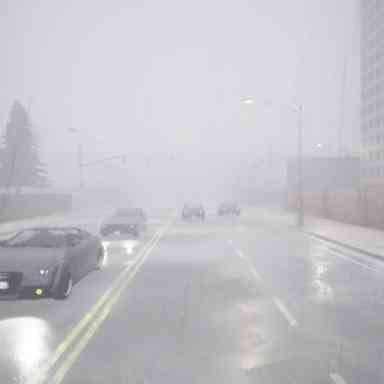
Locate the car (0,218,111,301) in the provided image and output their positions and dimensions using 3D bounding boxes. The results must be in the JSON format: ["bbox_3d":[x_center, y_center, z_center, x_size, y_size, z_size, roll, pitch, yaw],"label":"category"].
[{"bbox_3d":[-3.597,1.568,8.259,1.994,1.385,4.181,0,0,0],"label":"car"}]

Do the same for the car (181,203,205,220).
[{"bbox_3d":[0.107,1.612,27.962,1.895,1.301,4.718,0,0,0],"label":"car"}]

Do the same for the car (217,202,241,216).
[{"bbox_3d":[3.508,1.614,32.486,1.895,1.301,4.718,0,0,0],"label":"car"}]

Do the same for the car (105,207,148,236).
[{"bbox_3d":[-3.592,1.555,18.559,2.033,1.411,5.357,0,0,-1],"label":"car"}]
